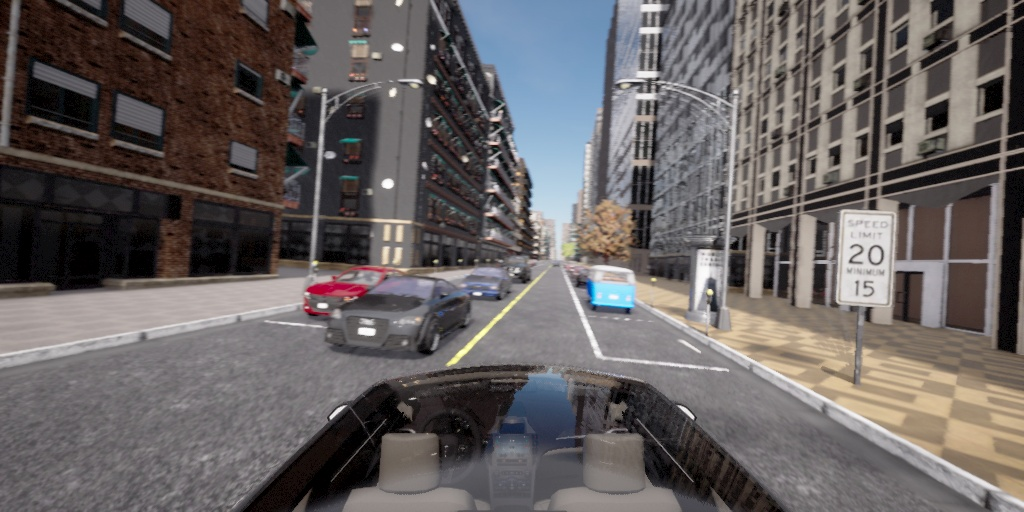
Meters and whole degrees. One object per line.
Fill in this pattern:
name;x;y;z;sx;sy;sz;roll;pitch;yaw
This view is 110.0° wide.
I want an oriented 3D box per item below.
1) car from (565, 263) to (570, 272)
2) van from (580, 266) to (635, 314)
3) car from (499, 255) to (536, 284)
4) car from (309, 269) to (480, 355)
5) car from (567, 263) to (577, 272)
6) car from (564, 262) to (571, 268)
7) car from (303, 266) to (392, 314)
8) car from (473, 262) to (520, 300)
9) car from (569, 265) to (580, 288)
car;6.936;1.715;37.844;1.948;1.339;4.313;0;0;7
van;4.043;1.332;15.420;1.690;1.789;3.998;0;0;7
car;0.288;0.957;27.936;2.150;2.045;5.566;4;0;8
car;-2.283;1.160;8.287;1.994;1.385;4.181;4;0;8
car;6.213;1.655;32.237;1.888;1.381;4.507;0;0;7
car;9.106;1.706;54.662;1.967;1.591;4.097;0;0;7
car;-4.443;1.001;11.115;1.888;1.381;4.507;0;0;7
car;-1.086;1.209;17.580;2.033;1.411;5.357;4;0;7
car;5.490;1.636;26.632;1.948;1.339;4.313;0;0;7
